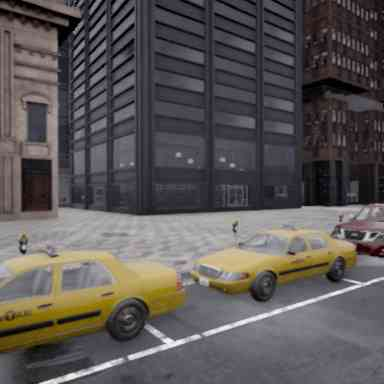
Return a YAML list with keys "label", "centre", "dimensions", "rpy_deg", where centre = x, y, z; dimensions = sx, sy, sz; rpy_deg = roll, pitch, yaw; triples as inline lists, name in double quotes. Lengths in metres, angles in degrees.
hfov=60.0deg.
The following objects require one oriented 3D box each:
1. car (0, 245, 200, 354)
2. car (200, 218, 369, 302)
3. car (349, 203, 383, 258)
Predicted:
- label: "car"
  centre: [-2.378, 1.525, 4.955]
  dimensions: [4.829, 1.417, 1.752]
  rpy_deg: [0, 0, -35]
- label: "car"
  centre: [2.214, 1.522, 8.231]
  dimensions: [4.829, 1.417, 1.752]
  rpy_deg: [0, 0, -35]
- label: "car"
  centre: [6.944, 1.309, 11.606]
  dimensions: [5.009, 1.841, 2.192]
  rpy_deg: [0, 0, -35]
